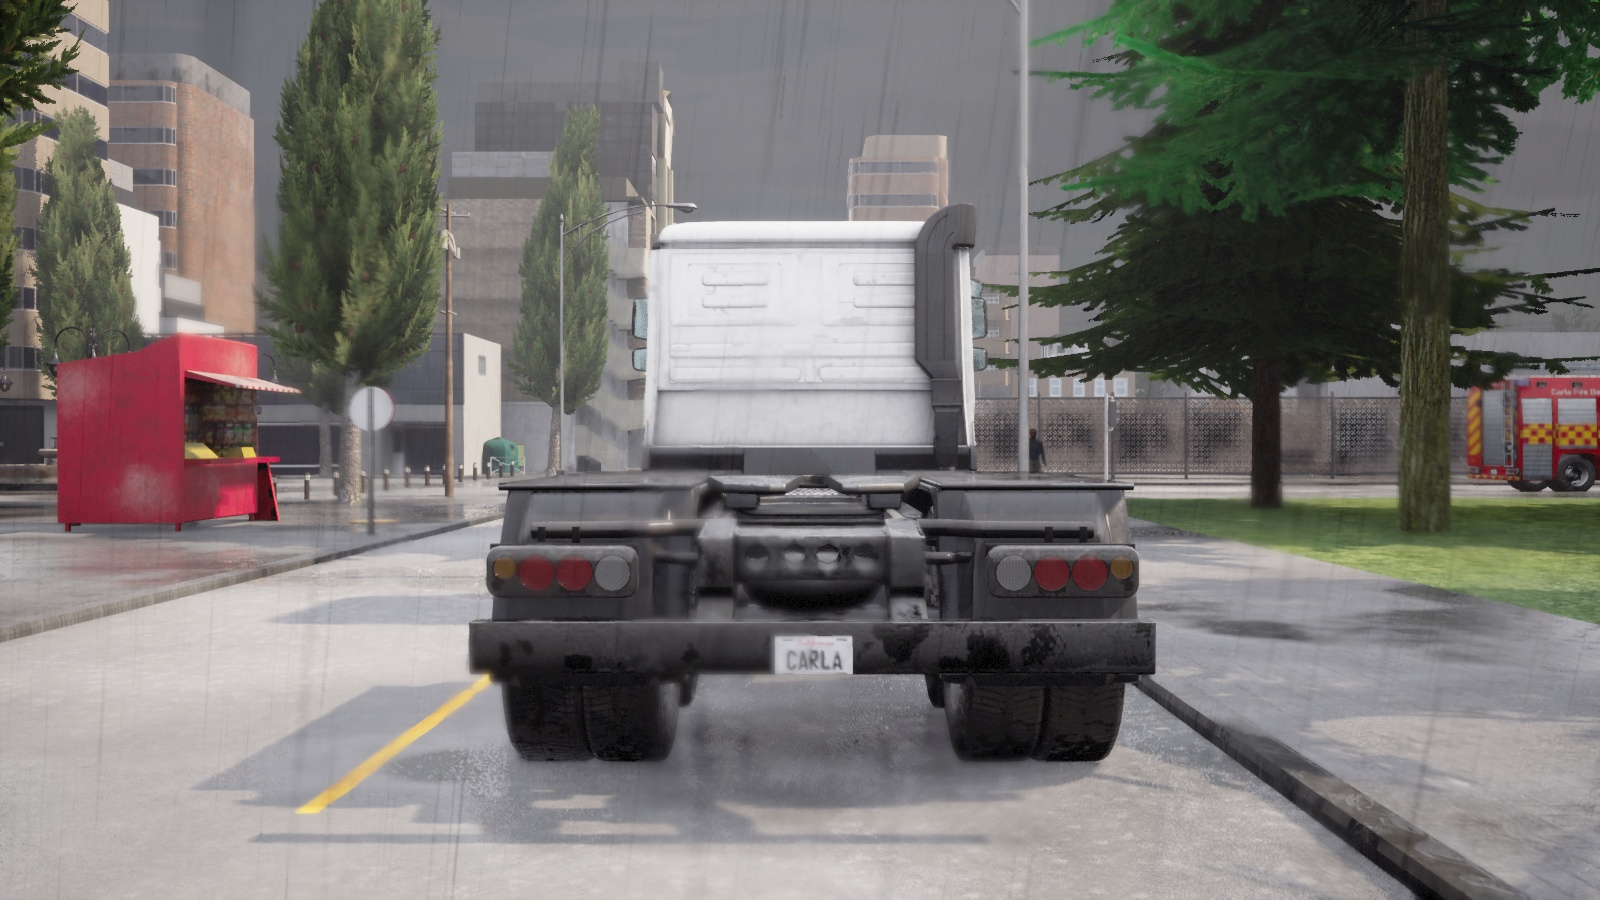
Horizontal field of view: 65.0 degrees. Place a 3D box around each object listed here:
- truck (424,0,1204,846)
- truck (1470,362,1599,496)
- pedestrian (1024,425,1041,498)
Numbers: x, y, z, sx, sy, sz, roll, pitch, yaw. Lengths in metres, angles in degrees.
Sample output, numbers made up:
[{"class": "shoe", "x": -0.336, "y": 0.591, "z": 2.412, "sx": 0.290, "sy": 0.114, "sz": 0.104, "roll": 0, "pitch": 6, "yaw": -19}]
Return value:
[{"class": "truck", "x": 0.072, "y": -0.284, "z": 8.629, "sx": 2.891, "sy": 3.462, "sz": 7.936, "roll": 0, "pitch": 0, "yaw": 0}, {"class": "truck", "x": 24.945, "y": -0.609, "z": 37.322, "sx": 8.468, "sy": 3.827, "sz": 2.891, "roll": 0, "pitch": 0, "yaw": 0}, {"class": "pedestrian", "x": 5.894, "y": 0.281, "z": 31.847, "sx": 0.370, "sy": 1.835, "sz": 0.726, "roll": 0, "pitch": 0, "yaw": 7}]
